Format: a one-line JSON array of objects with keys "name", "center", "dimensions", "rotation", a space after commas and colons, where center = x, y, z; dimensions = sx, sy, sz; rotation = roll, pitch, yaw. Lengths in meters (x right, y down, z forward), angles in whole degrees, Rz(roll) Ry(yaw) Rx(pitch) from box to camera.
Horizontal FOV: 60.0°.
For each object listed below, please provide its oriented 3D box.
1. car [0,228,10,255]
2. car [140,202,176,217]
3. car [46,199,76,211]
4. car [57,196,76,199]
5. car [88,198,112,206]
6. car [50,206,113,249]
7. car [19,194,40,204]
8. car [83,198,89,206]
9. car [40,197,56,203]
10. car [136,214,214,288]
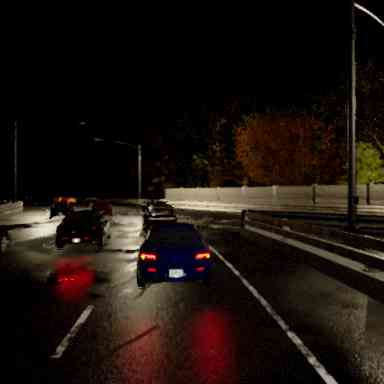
[{"name": "car", "center": [-7.647, 1.533, 10.571], "dimensions": [1.882, 1.535, 5.008], "rotation": [0, 0, -6]}, {"name": "car", "center": [-1.919, 1.576, 19.165], "dimensions": [2.128, 1.511, 4.902], "rotation": [0, 0, -10]}, {"name": "car", "center": [-12.084, 1.652, 30.993], "dimensions": [1.837, 1.490, 4.892], "rotation": [0, 0, -17]}, {"name": "car", "center": [-26.684, 1.583, 71.833], "dimensions": [2.097, 1.767, 4.553], "rotation": [0, 1, -40]}, {"name": "car", "center": [-8.884, 1.628, 32.501], "dimensions": [1.882, 1.535, 5.008], "rotation": [0, 0, -17]}, {"name": "car", "center": [-4.733, 1.575, 14.919], "dimensions": [1.837, 1.490, 4.892], "rotation": [0, 0, -9]}, {"name": "car", "center": [-34.934, 1.428, 70.650], "dimensions": [2.150, 2.045, 5.566], "rotation": [0, 0, -44]}, {"name": "car", "center": [-18.419, 1.771, 60.386], "dimensions": [2.128, 1.511, 4.902], "rotation": [0, 0, -33]}, {"name": "car", "center": [-32.335, 1.760, 72.994], "dimensions": [1.994, 1.385, 4.181], "rotation": [0, 0, -44]}, {"name": "car", "center": [-0.512, 1.567, 9.326], "dimensions": [1.812, 1.442, 4.674], "rotation": [0, 0, -4]}]
